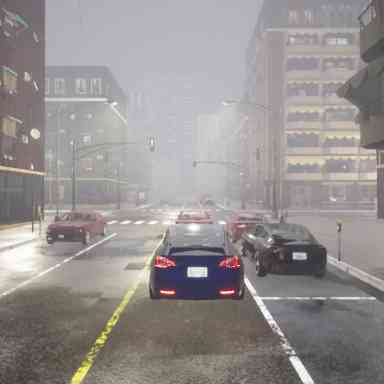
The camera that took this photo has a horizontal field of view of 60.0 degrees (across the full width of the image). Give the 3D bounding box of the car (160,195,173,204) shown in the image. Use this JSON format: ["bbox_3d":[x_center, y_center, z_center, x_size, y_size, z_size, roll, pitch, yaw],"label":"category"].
[{"bbox_3d":[-5.314,1.597,65.126,2.008,1.369,4.403,1,0,0],"label":"car"}]

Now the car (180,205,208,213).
[{"bbox_3d":[0.097,1.607,18.136,1.895,1.301,4.718,0,0,0],"label":"car"}]

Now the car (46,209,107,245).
[{"bbox_3d":[-5.272,1.550,15.674,1.887,1.381,4.507,1,0,0],"label":"car"}]

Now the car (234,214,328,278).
[{"bbox_3d":[2.575,1.569,10.030,1.947,1.339,4.313,1,0,0],"label":"car"}]

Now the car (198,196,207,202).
[{"bbox_3d":[2.585,1.635,82.205,1.947,1.339,4.313,1,0,0],"label":"car"}]

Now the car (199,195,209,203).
[{"bbox_3d":[2.584,1.494,70.826,1.967,1.590,4.097,1,0,0],"label":"car"}]

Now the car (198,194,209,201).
[{"bbox_3d":[2.617,1.359,63.702,2.192,1.841,5.009,1,0,0],"label":"car"}]

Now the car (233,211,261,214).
[{"bbox_3d":[2.576,1.550,15.700,1.887,1.381,4.507,1,0,0],"label":"car"}]

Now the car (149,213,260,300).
[{"bbox_3d":[0.102,1.506,8.413,2.163,1.488,4.792,0,0,0],"label":"car"}]

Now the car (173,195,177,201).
[{"bbox_3d":[-5.295,1.623,87.884,1.887,1.381,4.507,1,0,0],"label":"car"}]

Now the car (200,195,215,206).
[{"bbox_3d":[2.710,1.578,53.757,1.887,1.381,4.507,1,0,0],"label":"car"}]
